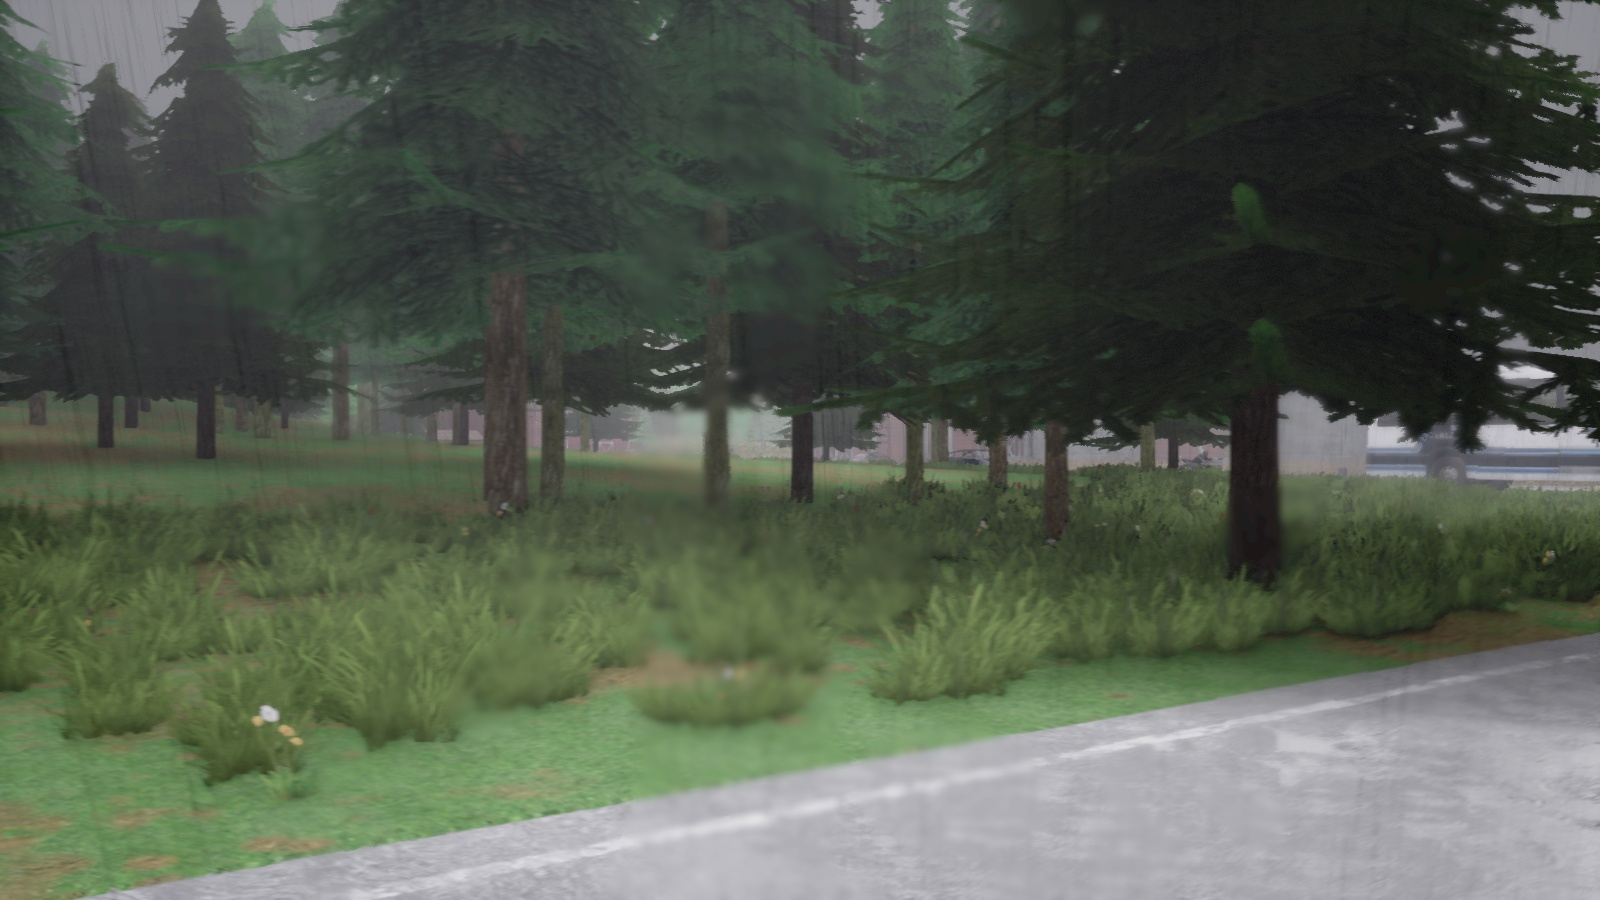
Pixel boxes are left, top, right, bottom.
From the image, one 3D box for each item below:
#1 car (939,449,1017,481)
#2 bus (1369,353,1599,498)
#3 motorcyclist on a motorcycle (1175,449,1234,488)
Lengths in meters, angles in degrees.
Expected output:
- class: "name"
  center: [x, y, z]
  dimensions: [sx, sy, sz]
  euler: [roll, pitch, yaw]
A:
- class: "car"
  center: [8.742, 0.717, 61.961]
  dimensions: [1.789, 1.549, 3.705]
  euler: [0, 0, -34]
- class: "bus"
  center: [23.927, -0.725, 39.695]
  dimensions: [3.944, 4.253, 10.273]
  euler: [0, 0, -34]
- class: "motorcyclist on a motorcycle"
  center: [16.353, 0.730, 50.803]
  dimensions: [0.866, 1.530, 2.191]
  euler: [0, 0, -34]
